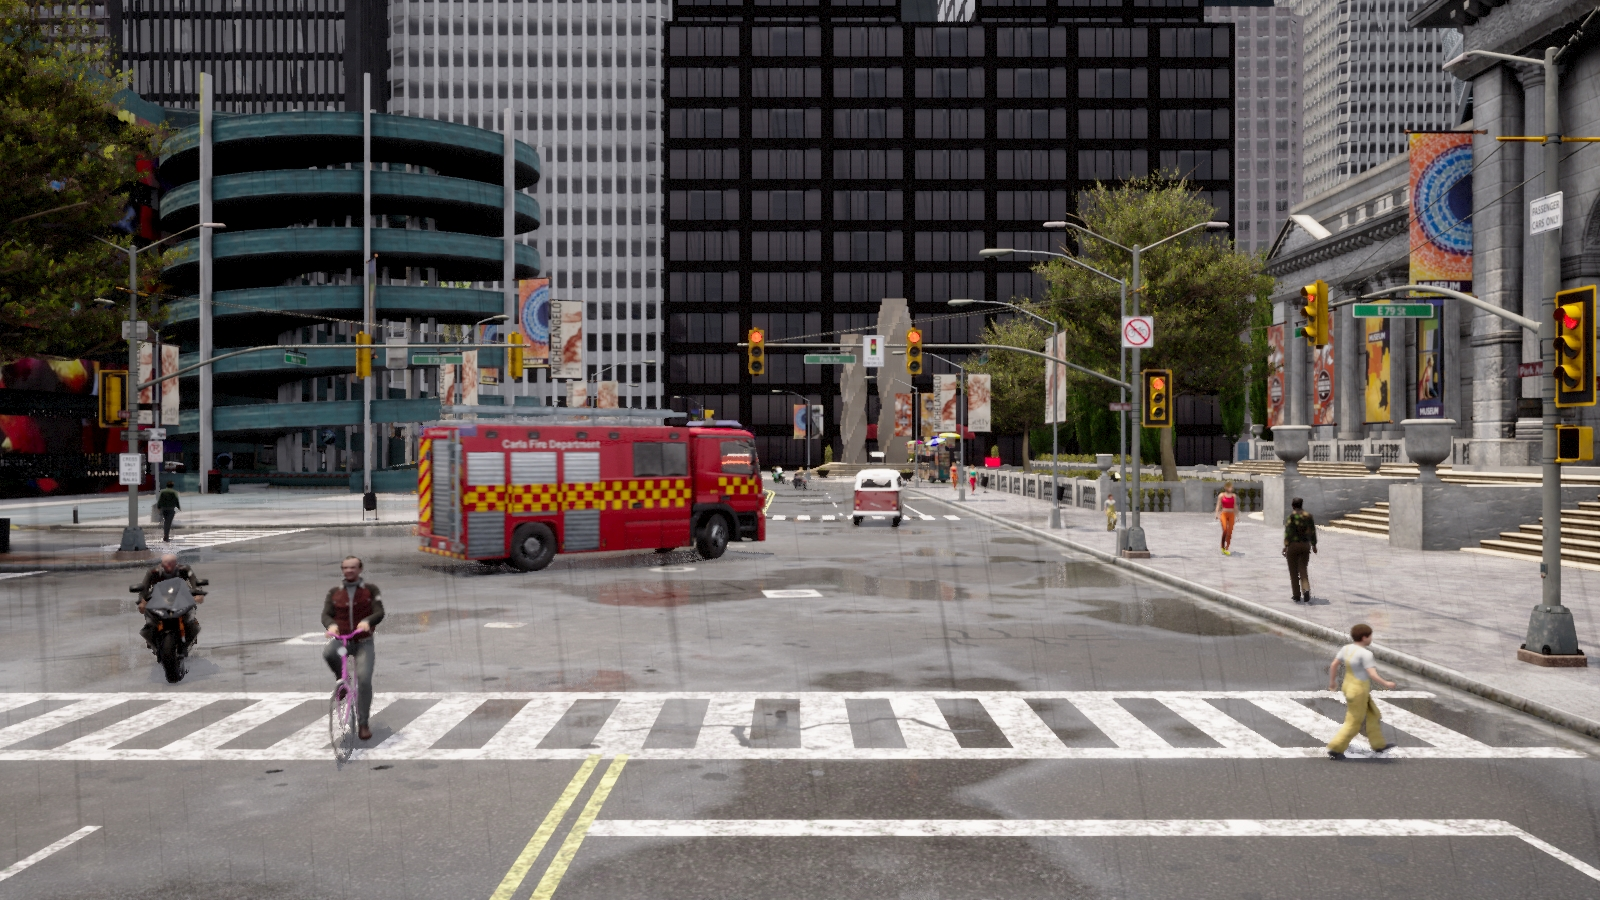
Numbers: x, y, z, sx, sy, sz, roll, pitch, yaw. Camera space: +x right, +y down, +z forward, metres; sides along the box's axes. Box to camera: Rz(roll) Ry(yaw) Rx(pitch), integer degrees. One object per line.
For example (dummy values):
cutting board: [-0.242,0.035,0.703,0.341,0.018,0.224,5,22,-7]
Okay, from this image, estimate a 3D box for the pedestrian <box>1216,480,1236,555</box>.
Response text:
pedestrian: [10.639,1.685,28.538,0.375,1.860,0.375,0,0,0]

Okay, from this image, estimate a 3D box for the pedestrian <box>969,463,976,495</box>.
pedestrian: [9.917,1.671,65.595,0.375,1.860,0.375,0,0,6]

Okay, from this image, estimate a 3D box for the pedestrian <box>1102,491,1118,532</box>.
pedestrian: [9.923,1.962,36.529,0.375,1.300,0.375,0,0,-10]

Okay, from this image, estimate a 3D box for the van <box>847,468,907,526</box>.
van: [3.033,1.765,44.053,2.069,2.038,4.480,0,0,7]

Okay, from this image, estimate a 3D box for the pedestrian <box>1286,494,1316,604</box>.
pedestrian: [8.588,1.688,19.600,0.375,1.860,0.375,0,0,5]

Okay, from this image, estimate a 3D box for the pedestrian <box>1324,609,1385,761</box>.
pedestrian: [5.030,2.124,10.375,0.375,1.300,0.375,0,0,0]

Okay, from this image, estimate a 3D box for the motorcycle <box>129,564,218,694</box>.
motorcycle: [-7.927,2.199,14.466,0.867,1.251,2.209,-3,1,-29]

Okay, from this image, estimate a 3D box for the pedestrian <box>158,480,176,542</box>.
pedestrian: [-19.121,1.835,34.515,0.375,1.860,0.375,0,0,-7]

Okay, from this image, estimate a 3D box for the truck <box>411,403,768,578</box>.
truck: [-5.061,0.880,28.755,8.468,3.827,2.891,0,0,-38]

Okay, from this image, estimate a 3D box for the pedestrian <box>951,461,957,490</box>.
pedestrian: [9.951,1.667,73.712,0.375,1.860,0.375,0,0,2]

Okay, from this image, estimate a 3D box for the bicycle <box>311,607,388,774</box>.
bicycle: [-4.220,2.206,10.791,0.329,1.171,1.835,-3,0,-12]
